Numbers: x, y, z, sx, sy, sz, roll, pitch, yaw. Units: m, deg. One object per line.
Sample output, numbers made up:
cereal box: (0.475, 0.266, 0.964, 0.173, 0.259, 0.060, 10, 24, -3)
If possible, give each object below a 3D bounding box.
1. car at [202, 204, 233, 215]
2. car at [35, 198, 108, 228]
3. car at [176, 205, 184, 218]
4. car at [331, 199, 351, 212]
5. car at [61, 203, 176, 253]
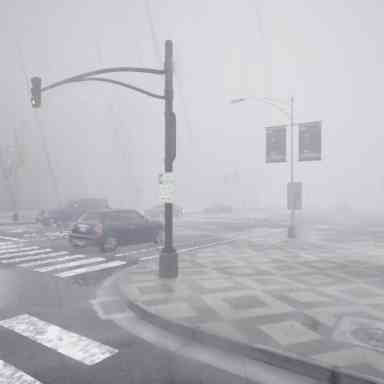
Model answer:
car: (3.190, 2.135, 41.014, 1.895, 1.301, 4.718, 0, -1, 35)
car: (-8.512, 1.461, 24.466, 2.150, 2.045, 5.566, 0, -1, 35)
car: (-2.738, 1.890, 32.633, 1.837, 1.490, 4.892, 0, -1, 36)
car: (24.580, 2.382, 54.078, 2.128, 1.511, 4.902, 0, -1, 35)
car: (-3.083, 1.537, 14.906, 2.097, 1.767, 4.553, 0, -1, 35)
